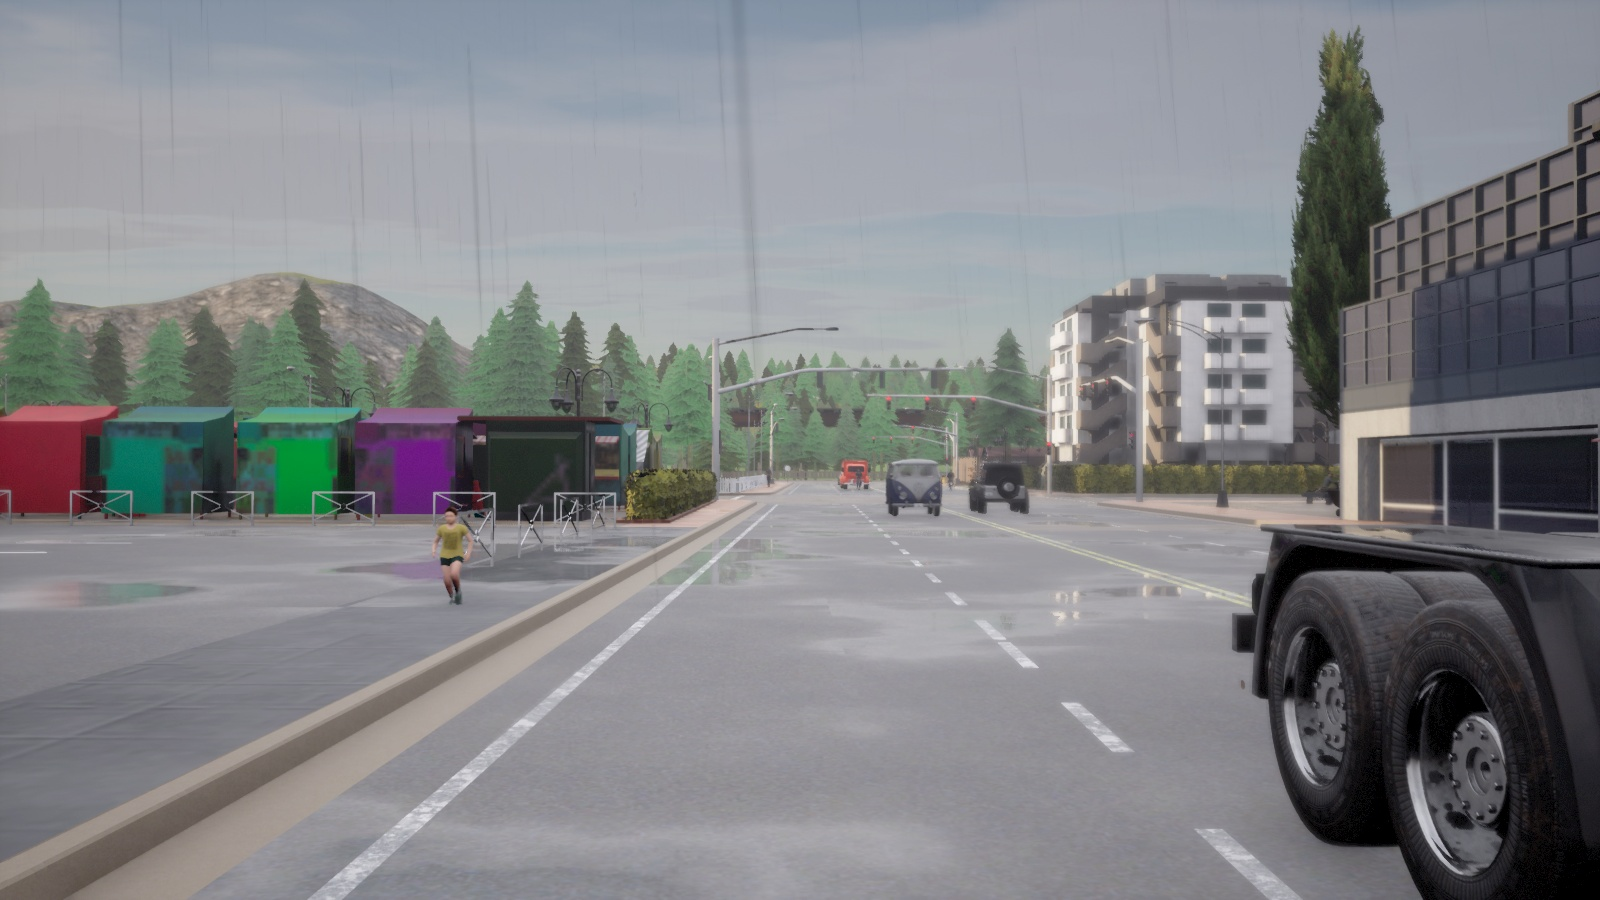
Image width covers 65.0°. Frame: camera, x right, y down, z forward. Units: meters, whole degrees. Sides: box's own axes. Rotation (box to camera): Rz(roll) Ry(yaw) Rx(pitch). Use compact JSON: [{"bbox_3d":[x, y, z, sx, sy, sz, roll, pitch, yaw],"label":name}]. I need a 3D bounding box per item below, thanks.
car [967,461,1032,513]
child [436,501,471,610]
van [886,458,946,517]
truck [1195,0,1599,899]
[{"bbox_3d":[7.592,1.384,47.994,1.905,1.878,3.866,0,-1,1],"label":"car"},{"bbox_3d":[-3.602,1.086,13.061,0.255,1.110,0.394,0,-1,1],"label":"child"},{"bbox_3d":[4.046,1.296,44.477,1.775,1.987,4.442,0,-1,1],"label":"van"},{"bbox_3d":[3.522,-0.137,2.678,2.891,3.462,7.936,0,-1,1],"label":"truck"}]
